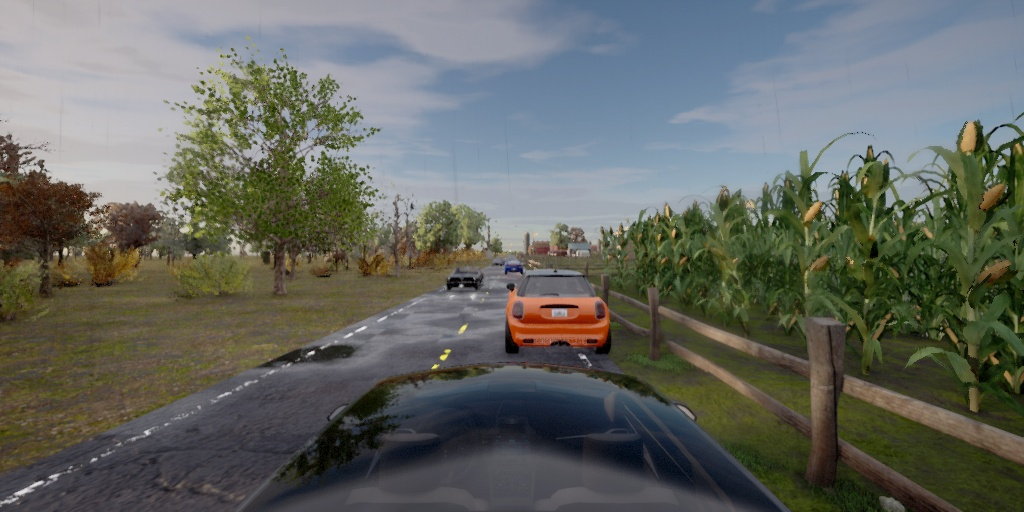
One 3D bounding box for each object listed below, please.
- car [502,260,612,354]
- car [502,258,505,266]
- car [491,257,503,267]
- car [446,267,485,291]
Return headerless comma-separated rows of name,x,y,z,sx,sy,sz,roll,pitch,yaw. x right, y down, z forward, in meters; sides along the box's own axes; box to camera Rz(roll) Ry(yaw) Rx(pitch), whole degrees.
car,0.931,1.097,8.920,2.097,1.767,4.553,0,0,1
car,0.212,1.188,38.986,1.882,1.535,5.008,0,0,1
car,-2.610,1.158,63.121,1.837,1.490,4.892,0,0,1
car,-2.778,1.334,21.962,1.895,1.301,4.718,0,0,0
